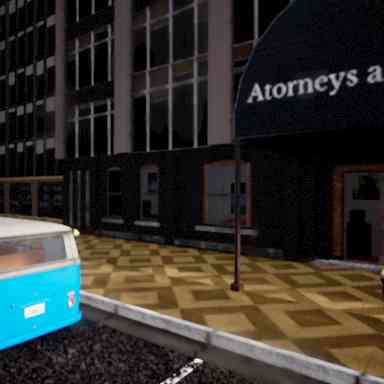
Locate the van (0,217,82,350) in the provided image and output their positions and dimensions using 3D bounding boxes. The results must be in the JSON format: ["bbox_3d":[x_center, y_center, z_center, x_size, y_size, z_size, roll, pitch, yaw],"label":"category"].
[{"bbox_3d":[-3.559,1.301,5.436,3.998,1.788,1.690,0,0,36],"label":"van"}]
